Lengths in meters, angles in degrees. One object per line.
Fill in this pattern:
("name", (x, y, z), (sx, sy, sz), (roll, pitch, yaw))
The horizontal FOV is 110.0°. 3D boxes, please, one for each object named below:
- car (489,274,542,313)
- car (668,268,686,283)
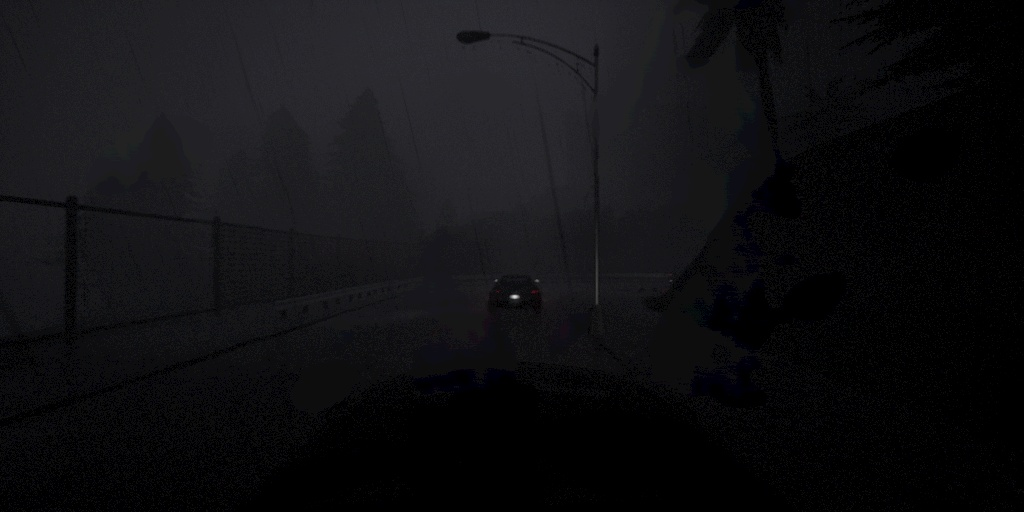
("car", (0.189, 1.441, 14.739), (1.994, 1.385, 4.181), (0, -1, 2))
("car", (13.454, 1.480, 24.835), (4.892, 1.490, 1.837), (0, -1, 1))
